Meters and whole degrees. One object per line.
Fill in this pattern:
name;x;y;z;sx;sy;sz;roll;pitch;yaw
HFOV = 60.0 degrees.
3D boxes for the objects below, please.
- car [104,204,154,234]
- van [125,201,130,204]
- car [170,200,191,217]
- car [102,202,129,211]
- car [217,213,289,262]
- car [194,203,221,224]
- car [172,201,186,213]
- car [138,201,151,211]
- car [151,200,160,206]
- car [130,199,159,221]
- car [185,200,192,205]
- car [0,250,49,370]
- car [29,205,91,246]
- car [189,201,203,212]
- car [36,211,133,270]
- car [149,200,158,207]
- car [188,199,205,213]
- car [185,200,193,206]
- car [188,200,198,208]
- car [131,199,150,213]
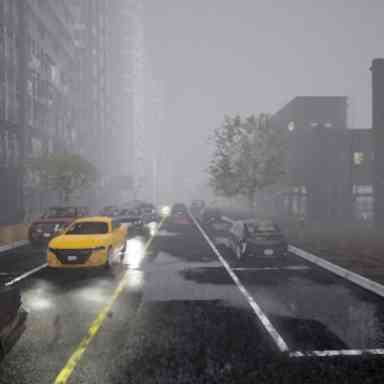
car;-3.958;1.826;21.769;2.128;1.511;4.902;-1;-1;-2
van;-7.345;1.957;39.981;1.690;1.788;3.998;-1;-1;-2
car;-1.451;2.037;38.034;1.837;1.490;4.892;-1;-1;-2
car;-6.856;1.891;28.194;1.967;1.590;4.097;-1;-1;-2
car;2.331;1.699;12.684;2.008;1.369;4.403;-1;-1;-2
car;1.543;1.923;28.532;2.008;1.369;4.403;-1;-1;-2
car;-1.924;2.164;49.121;1.882;1.535;5.008;-1;-1;-2
car;-8.034;2.371;56.397;1.752;1.417;4.829;-1;-1;-2
car;-9.203;2.758;84.044;1.752;1.417;4.829;-1;-1;-2
car;-4.351;1.827;31.819;2.097;1.767;4.553;-1;-1;-2
car;-1.069;2.816;90.085;1.802;1.307;4.206;-1;-1;-2
car;-3.150;1.609;2.406;2.033;1.411;5.357;-1;-1;-2
car;-6.482;1.611;17.133;2.192;1.841;5.009;-1;-1;-2
car;0.558;2.220;51.552;1.752;1.417;4.829;-1;-1;-2
car;-3.558;1.676;12.106;1.882;1.535;5.008;-1;-1;-2
car;-8.969;2.680;78.515;1.752;1.417;4.829;-1;-1;-2
car;0.793;1.930;45.856;2.192;1.841;5.009;-1;-1;-2
car;-0.836;2.722;84.556;1.947;1.339;4.313;-1;-1;-2
car;0.176;2.402;68.203;1.882;1.535;5.008;-1;-1;-2
car;-7.813;2.086;51.040;2.192;1.841;5.009;-1;-1;-2
